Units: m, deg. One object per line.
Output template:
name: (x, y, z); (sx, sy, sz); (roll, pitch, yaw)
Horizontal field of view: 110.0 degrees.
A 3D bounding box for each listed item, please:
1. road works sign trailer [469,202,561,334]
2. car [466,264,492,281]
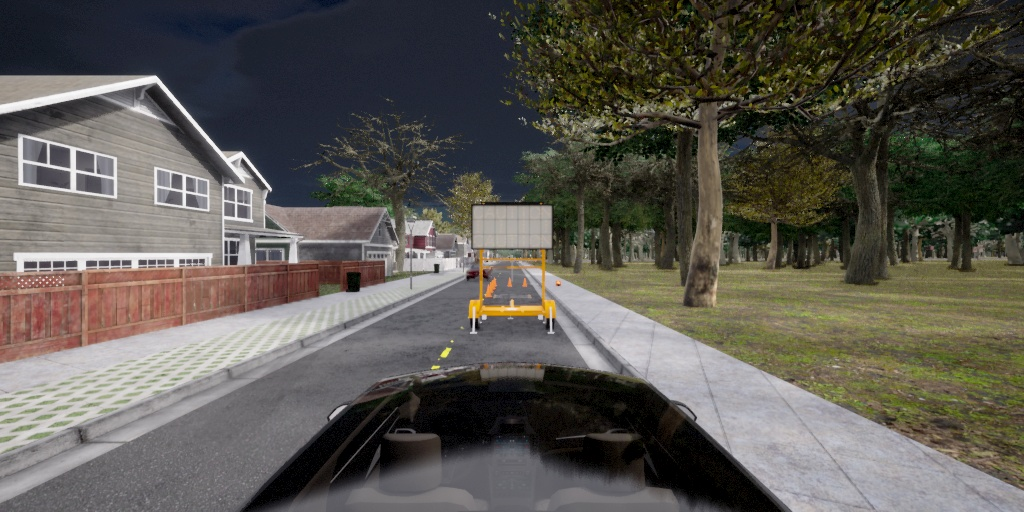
road works sign trailer: (0.011, 0.214, 10.620); (2.380, 3.560, 2.880); (0, 0, 0)
car: (-2.724, 1.355, 30.042); (1.895, 1.301, 4.718); (0, 0, 0)
